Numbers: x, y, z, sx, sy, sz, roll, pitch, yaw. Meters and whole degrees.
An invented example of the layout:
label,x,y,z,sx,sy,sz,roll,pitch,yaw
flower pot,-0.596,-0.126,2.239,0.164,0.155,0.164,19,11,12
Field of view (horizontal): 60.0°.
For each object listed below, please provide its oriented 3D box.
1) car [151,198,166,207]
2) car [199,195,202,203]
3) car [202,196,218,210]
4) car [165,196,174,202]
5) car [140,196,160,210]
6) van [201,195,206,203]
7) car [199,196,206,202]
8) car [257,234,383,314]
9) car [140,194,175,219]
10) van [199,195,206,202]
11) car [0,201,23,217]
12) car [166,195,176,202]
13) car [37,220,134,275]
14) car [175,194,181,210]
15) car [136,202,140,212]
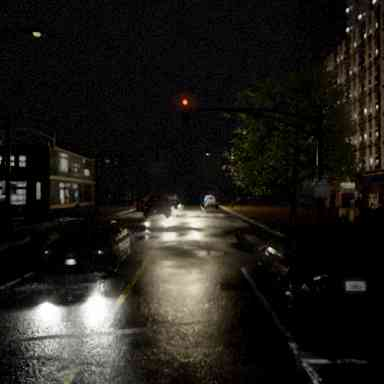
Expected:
label,x,y,z,sx,sy,sz,roll,pitch,yaw
car,-5.672,1.737,56.685,2.008,1.369,4.403,0,0,0
car,2.709,1.755,62.236,2.008,1.369,4.403,0,0,0
car,2.705,1.675,45.753,1.752,1.417,4.829,0,0,0
car,-5.665,1.829,84.440,2.008,1.369,4.403,0,0,0
car,-5.674,1.465,45.584,2.192,1.841,5.009,0,0,0
van,2.708,1.509,51.135,1.690,1.788,3.998,0,0,0
car,2.717,1.823,90.161,1.752,1.417,4.829,0,0,0
car,2.695,1.591,7.554,1.947,1.339,4.313,0,0,0
car,-3.092,1.324,30.871,2.150,2.045,5.566,0,0,0
van,2.717,1.620,84.441,1.690,1.788,3.998,0,0,0
car,-17.262,1.465,29.038,4.507,1.381,1.887,1,-1,-1
car,-5.663,1.612,89.992,2.192,1.841,5.009,0,0,0
car,-3.097,1.599,10.483,1.994,1.385,4.181,0,0,0
car,-3.082,1.371,46.894,2.150,2.045,5.566,0,0,0
car,-5.677,1.713,40.032,1.802,1.307,4.206,0,0,0
